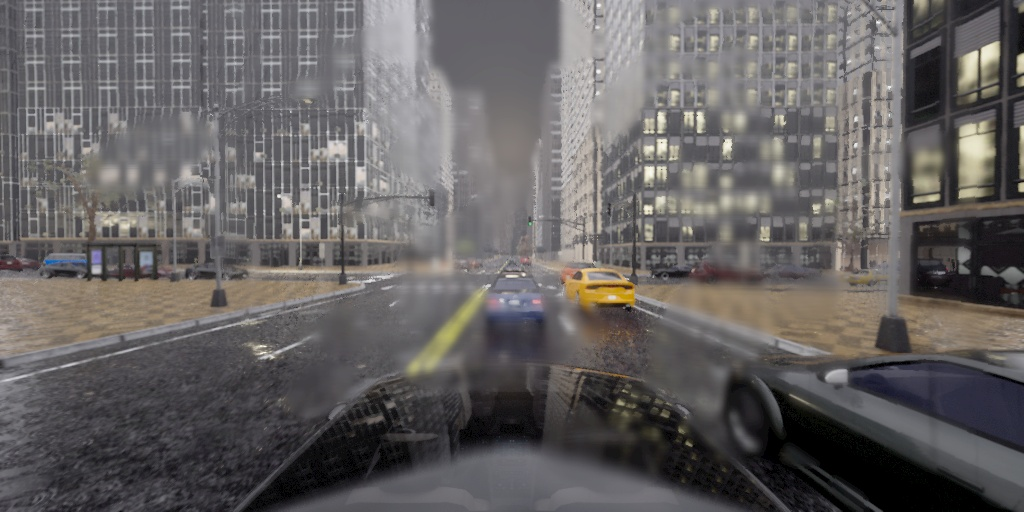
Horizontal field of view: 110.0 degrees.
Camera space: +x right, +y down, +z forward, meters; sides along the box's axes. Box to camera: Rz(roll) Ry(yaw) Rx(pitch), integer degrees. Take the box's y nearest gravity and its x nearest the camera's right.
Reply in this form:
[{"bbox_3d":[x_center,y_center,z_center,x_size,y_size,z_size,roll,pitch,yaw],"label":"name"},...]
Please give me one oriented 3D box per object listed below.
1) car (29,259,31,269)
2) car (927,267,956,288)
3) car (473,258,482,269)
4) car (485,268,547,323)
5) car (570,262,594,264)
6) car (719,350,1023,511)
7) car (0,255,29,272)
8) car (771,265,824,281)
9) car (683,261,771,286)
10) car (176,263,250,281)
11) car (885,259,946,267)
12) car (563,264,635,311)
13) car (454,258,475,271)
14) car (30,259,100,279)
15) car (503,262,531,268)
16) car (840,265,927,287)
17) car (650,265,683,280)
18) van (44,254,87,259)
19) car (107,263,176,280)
[{"bbox_3d":[-50.975,0.844,36.811,4.207,1.307,1.802,0,0,1],"label":"car"},{"bbox_3d":[33.108,1.723,26.921,4.207,1.307,1.802,0,0,1],"label":"car"},{"bbox_3d":[-6.569,1.138,58.664,2.097,1.767,4.553,0,0,0],"label":"car"},{"bbox_3d":[0.103,1.307,12.053,2.033,1.411,5.357,0,0,0],"label":"car"},{"bbox_3d":[5.467,1.236,26.972,2.097,1.767,4.553,1,0,27],"label":"car"},{"bbox_3d":[3.346,1.315,2.369,1.994,1.385,4.181,0,0,0],"label":"car"},{"bbox_3d":[-49.969,0.662,34.184,4.553,1.767,2.097,1,1,1],"label":"car"},{"bbox_3d":[25.283,1.535,32.831,5.357,1.411,2.033,1,1,1],"label":"car"},{"bbox_3d":[16.190,1.307,27.209,5.009,1.841,2.192,0,0,1],"label":"car"},{"bbox_3d":[-22.735,1.212,27.732,4.313,1.339,1.948,0,0,1],"label":"car"},{"bbox_3d":[36.010,1.302,32.638,5.566,2.045,2.150,1,1,2],"label":"car"},{"bbox_3d":[3.350,1.239,14.476,1.882,1.535,5.008,0,0,0],"label":"car"},{"bbox_3d":[-6.599,1.347,48.662,1.994,1.385,4.181,0,0,0],"label":"car"},{"bbox_3d":[-34.100,1.108,28.037,4.313,1.339,1.948,0,0,1],"label":"car"},{"bbox_3d":[0.105,1.334,24.677,2.128,1.511,4.902,0,-1,0],"label":"car"},{"bbox_3d":[27.638,1.617,27.014,4.829,1.417,1.751,0,0,1],"label":"car"},{"bbox_3d":[15.264,1.500,33.006,4.718,1.301,1.895,1,1,1],"label":"car"},{"bbox_3d":[-45.293,0.655,36.696,3.998,1.789,1.690,0,0,1],"label":"van"},{"bbox_3d":[-28.419,1.176,27.864,4.207,1.307,1.802,0,0,1],"label":"car"}]
